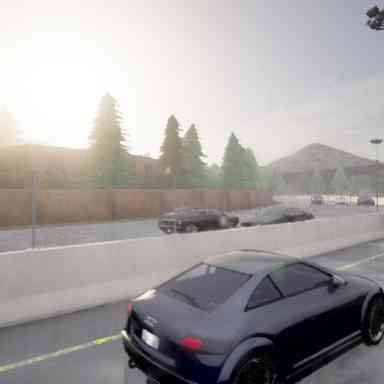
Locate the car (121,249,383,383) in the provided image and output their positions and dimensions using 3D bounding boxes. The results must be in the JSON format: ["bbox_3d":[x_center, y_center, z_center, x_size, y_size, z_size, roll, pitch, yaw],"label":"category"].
[{"bbox_3d":[1.123,1.567,4.867,4.181,1.385,1.994,0,0,-38],"label":"car"}]

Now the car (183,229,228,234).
[{"bbox_3d":[0.474,1.623,18.266,4.718,1.301,1.895,0,0,-43],"label":"car"}]

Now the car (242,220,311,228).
[{"bbox_3d":[4.507,1.481,17.333,5.008,1.535,1.882,0,0,-45],"label":"car"}]
